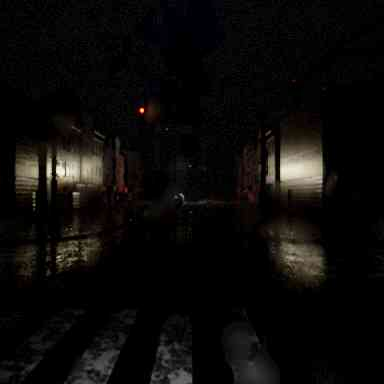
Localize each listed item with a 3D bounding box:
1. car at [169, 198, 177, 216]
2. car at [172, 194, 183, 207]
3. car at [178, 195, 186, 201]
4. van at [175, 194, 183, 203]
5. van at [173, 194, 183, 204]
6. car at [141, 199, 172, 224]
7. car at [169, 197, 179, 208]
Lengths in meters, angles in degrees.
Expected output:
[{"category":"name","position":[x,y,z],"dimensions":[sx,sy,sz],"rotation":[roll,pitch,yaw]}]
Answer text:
[{"category":"car","position":[-2.657,1.529,30.147],"dimensions":[1.887,1.381,4.507],"rotation":[0,0,0]},{"category":"car","position":[-2.671,1.437,46.964],"dimensions":[1.967,1.590,4.097],"rotation":[0,0,0]},{"category":"car","position":[-2.708,1.643,91.807],"dimensions":[1.947,1.339,4.313],"rotation":[0,0,0]},{"category":"van","position":[-2.688,1.370,69.385],"dimensions":[1.690,1.788,3.998],"rotation":[0,0,0]},{"category":"van","position":[-2.684,1.361,63.780],"dimensions":[1.690,1.788,3.998],"rotation":[0,0,0]},{"category":"car","position":[-2.652,1.509,24.373],"dimensions":[1.752,1.417,4.829],"rotation":[0,0,0]},{"category":"car","position":[-2.662,1.569,35.753],"dimensions":[1.802,1.307,4.206],"rotation":[0,0,0]}]
